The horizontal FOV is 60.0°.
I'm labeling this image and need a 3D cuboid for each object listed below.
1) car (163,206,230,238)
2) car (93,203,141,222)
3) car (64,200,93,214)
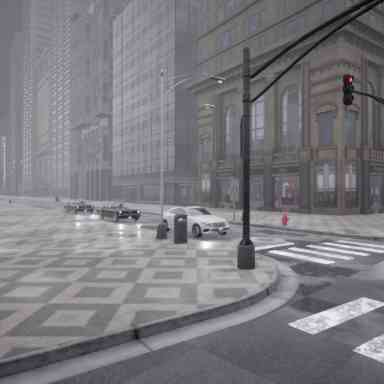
[{"bbox_3d":[-0.013,1.475,17.770,1.812,1.442,4.674,0,0,-37],"label":"car"},{"bbox_3d":[-5.766,1.522,25.891,1.895,1.301,4.718,0,0,-35],"label":"car"},{"bbox_3d":[-11.646,1.497,34.182,1.895,1.301,4.718,0,0,-35],"label":"car"}]
